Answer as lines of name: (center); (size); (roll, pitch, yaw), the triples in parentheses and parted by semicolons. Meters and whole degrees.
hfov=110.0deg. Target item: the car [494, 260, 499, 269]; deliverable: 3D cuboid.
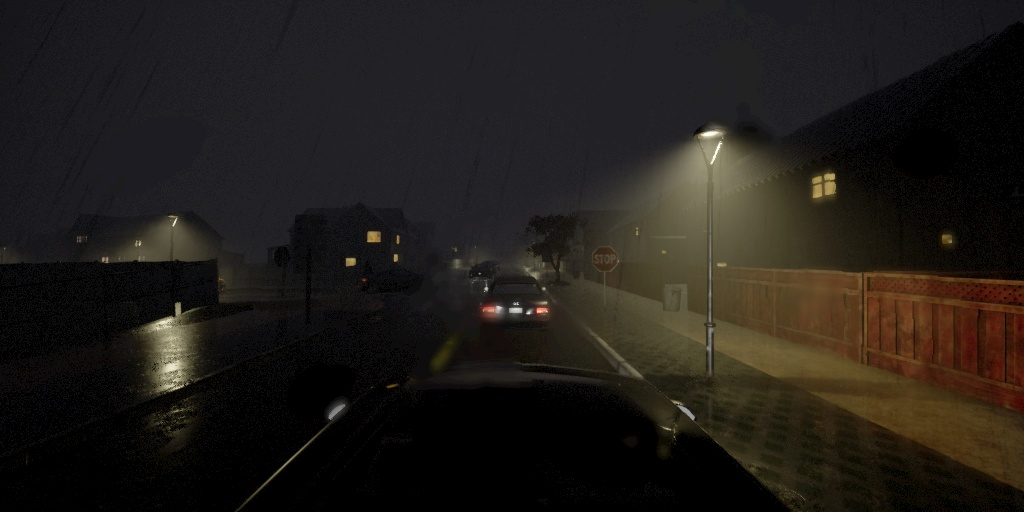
car: (-2.854, 1.353, 43.259); (1.837, 1.490, 4.892); (0, 0, 0)

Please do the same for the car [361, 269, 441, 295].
car: (-6.008, 1.383, 19.634); (4.181, 1.385, 1.994); (0, -2, -14)

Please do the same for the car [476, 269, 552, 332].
car: (0.097, 1.304, 10.810); (2.033, 1.411, 5.357); (0, 0, 0)

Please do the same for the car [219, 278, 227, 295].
car: (-18.283, 1.428, 19.628); (5.008, 1.535, 1.882); (-1, -3, 8)

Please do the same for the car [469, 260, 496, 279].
car: (-2.863, 1.378, 33.566); (1.994, 1.385, 4.181); (0, 0, -1)

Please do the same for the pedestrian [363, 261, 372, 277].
pedestrian: (-9.917, 1.214, 24.475); (0.375, 1.860, 0.375); (0, -2, 5)
